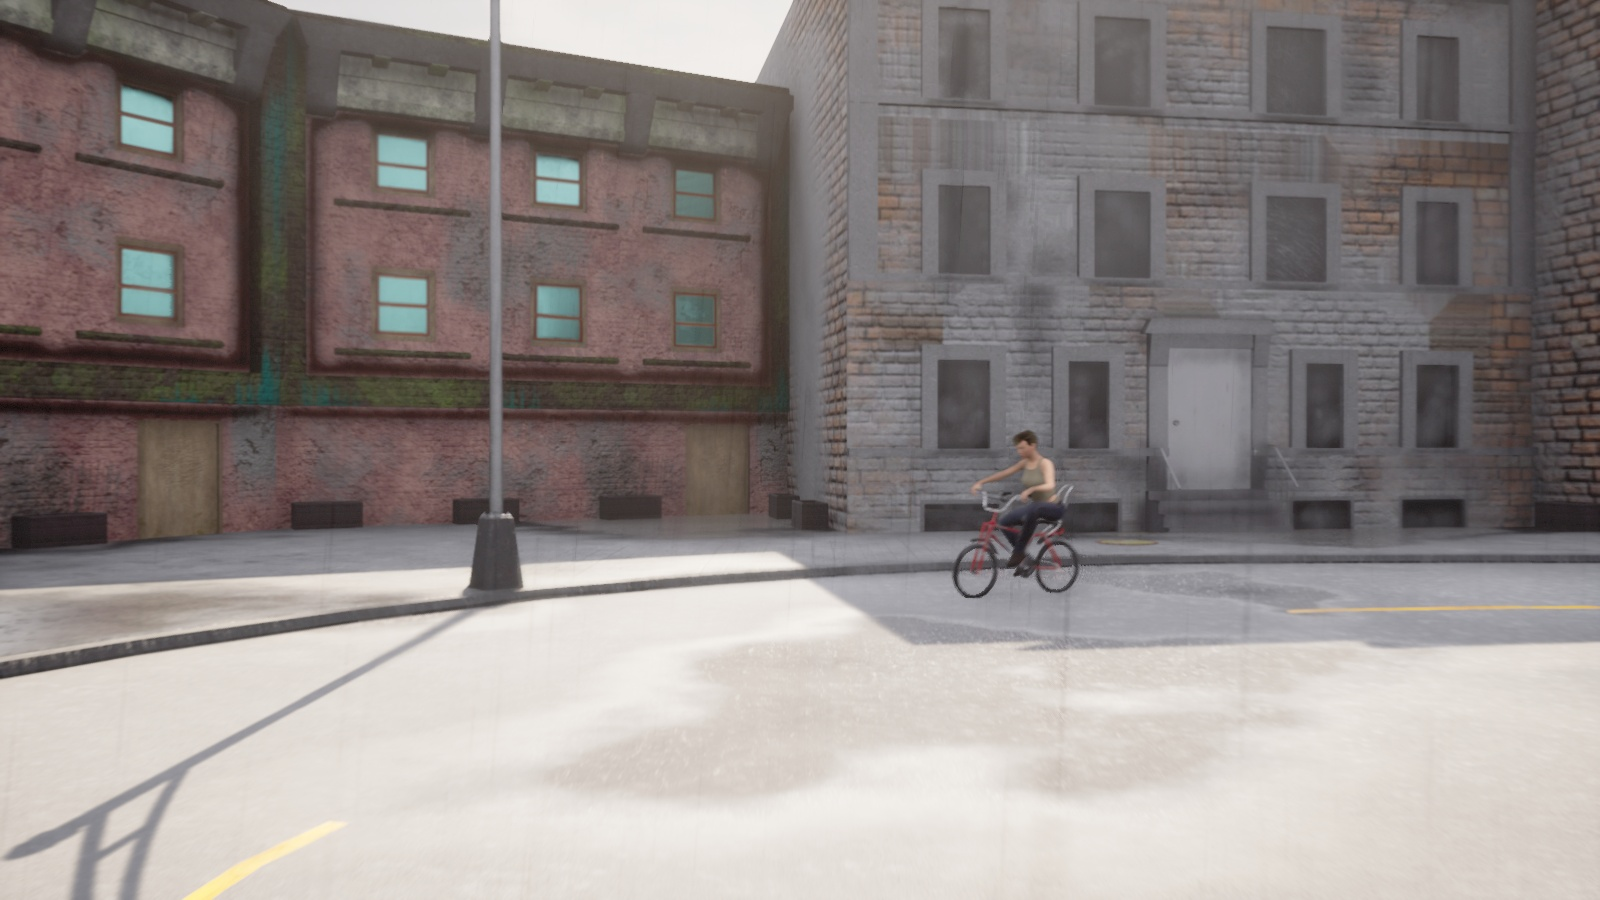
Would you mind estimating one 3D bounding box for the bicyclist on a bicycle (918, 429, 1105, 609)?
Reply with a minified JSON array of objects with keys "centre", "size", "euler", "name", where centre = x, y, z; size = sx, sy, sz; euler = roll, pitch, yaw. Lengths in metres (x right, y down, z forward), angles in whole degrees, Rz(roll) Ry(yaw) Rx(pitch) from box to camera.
[{"centre":[2.027,0.618,12.071],"size":[1.509,1.612,0.866],"euler":[0,2,-26],"name":"bicyclist on a bicycle"}]
